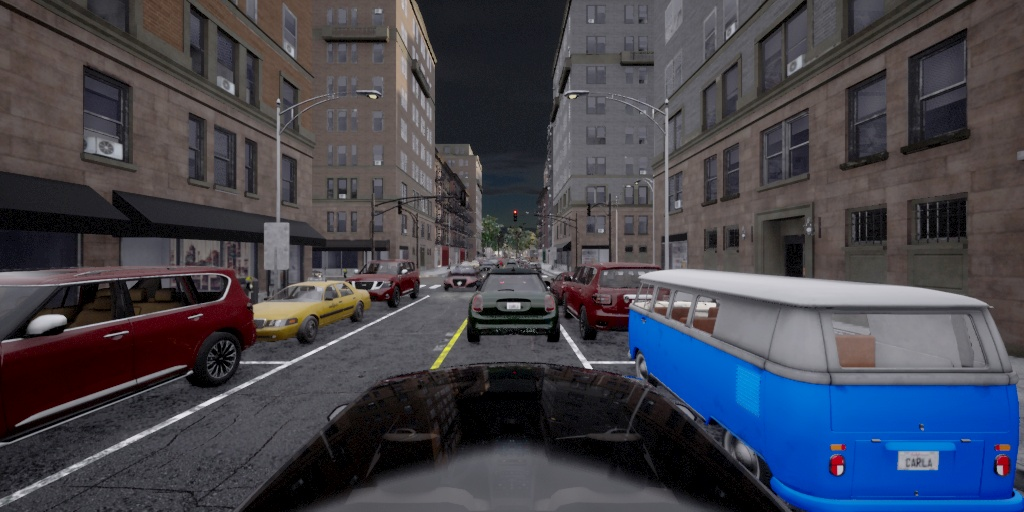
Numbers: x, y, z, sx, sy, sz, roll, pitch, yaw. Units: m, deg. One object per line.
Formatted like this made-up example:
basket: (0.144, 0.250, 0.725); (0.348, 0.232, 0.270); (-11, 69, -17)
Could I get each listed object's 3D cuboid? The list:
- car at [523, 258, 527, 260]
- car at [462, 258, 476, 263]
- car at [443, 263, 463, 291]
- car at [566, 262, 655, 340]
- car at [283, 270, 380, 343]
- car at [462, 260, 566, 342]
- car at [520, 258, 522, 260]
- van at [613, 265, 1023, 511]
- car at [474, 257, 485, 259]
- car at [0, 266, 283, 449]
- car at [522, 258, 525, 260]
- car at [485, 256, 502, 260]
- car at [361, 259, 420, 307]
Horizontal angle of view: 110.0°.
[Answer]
car: (2.575, 1.299, 42.543); (2.007, 1.370, 4.403); (0, 0, 0)
car: (-5.478, 1.274, 42.360); (1.751, 1.417, 4.829); (0, 0, 0)
car: (-2.882, 1.312, 21.733); (1.994, 1.385, 4.181); (0, 0, 0)
car: (2.626, 1.065, 9.855); (2.192, 1.841, 5.009); (0, 0, 0)
car: (-5.411, 1.275, 9.674); (1.751, 1.417, 4.829); (0, 0, 0)
car: (0.021, 1.102, 9.892); (2.097, 1.767, 4.553); (0, 0, 0)
car: (2.558, 1.300, 53.506); (2.007, 1.370, 4.403); (0, 0, 0)
van: (2.635, 1.091, 4.177); (1.690, 1.789, 3.998); (0, 0, 0)
car: (-5.492, 1.275, 53.323); (1.751, 1.417, 4.829); (0, 0, 0)
car: (-5.402, 1.065, 4.166); (2.192, 1.841, 5.009); (0, 0, 0)
car: (2.566, 1.294, 48.024); (1.888, 1.381, 4.507); (0, 0, 0)
car: (-2.924, 1.228, 56.383); (1.882, 1.535, 5.008); (0, 0, 0)
car: (-5.421, 1.064, 15.523); (2.192, 1.841, 5.009); (0, 0, 0)
